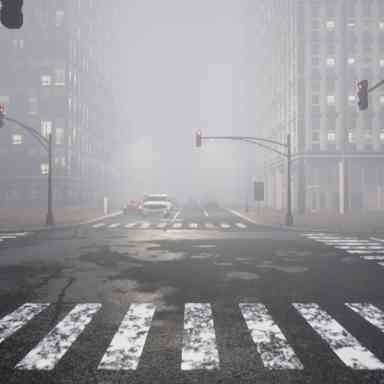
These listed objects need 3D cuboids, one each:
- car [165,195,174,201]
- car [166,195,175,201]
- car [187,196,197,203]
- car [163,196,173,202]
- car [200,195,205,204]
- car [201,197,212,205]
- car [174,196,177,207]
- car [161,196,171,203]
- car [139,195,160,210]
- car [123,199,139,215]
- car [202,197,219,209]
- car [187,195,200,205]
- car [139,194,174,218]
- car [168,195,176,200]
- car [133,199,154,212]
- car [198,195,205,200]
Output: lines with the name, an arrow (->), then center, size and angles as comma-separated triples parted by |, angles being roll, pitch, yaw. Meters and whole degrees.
car -> -5.715, 1.578, 83.871 | 1.887, 1.381, 4.507 | 1, 0, 0
car -> -5.718, 1.586, 89.446 | 2.008, 1.369, 4.403 | 1, 0, 0
car -> 0.044, 1.589, 70.917 | 1.994, 1.385, 4.181 | 0, 0, 0
car -> -5.712, 1.581, 78.296 | 2.008, 1.369, 4.403 | 1, 0, 0
car -> 2.679, 1.547, 56.236 | 1.752, 1.417, 4.829 | 1, 0, 0
car -> 2.675, 1.590, 61.643 | 1.947, 1.339, 4.313 | 1, 0, 0
car -> -3.116, 1.541, 40.183 | 1.812, 1.442, 4.674 | 0, 0, 0
car -> -5.710, 1.573, 72.720 | 1.887, 1.381, 4.507 | 1, 0, 0
car -> -5.692, 1.332, 44.845 | 2.192, 1.841, 5.009 | 1, 0, 0
car -> -5.690, 1.453, 33.694 | 1.967, 1.590, 4.097 | 1, 0, 0
car -> 2.682, 1.599, 44.910 | 1.802, 1.307, 4.206 | 1, 0, 0
car -> 0.072, 1.570, 58.598 | 2.033, 1.411, 5.357 | 0, 0, -1
car -> -3.111, 1.233, 30.261 | 2.150, 2.045, 5.566 | 0, 0, 0
car -> -5.721, 1.604, 95.021 | 1.947, 1.339, 4.313 | 1, 0, 0
car -> -5.695, 1.597, 39.269 | 1.802, 1.307, 4.206 | 1, 0, 0
car -> 2.660, 1.583, 95.106 | 1.887, 1.381, 4.507 | 1, 0, 0
